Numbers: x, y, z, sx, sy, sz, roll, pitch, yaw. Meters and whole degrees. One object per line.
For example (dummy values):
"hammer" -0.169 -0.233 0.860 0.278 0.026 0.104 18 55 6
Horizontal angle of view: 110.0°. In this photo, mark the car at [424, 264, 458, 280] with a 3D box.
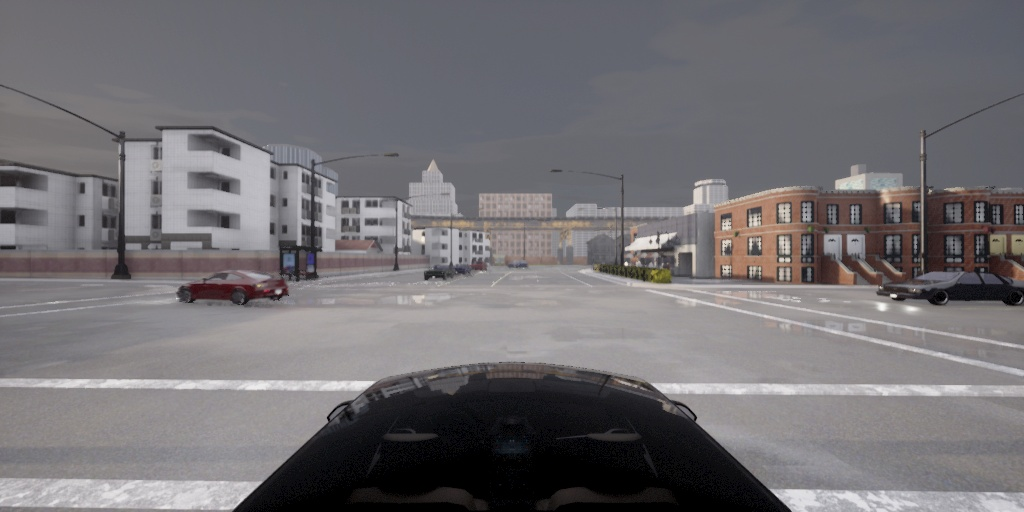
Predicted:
"car" -6.536 1.490 32.619 1.895 1.301 4.718 0 0 3

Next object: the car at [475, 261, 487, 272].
"car" -5.038 1.507 53.810 1.882 1.535 5.008 0 -1 8

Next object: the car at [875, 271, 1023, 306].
"car" 19.228 1.342 15.507 5.357 1.411 2.033 0 0 1

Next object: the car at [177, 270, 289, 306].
"car" -12.080 1.320 15.644 4.674 1.442 1.812 0 -1 13

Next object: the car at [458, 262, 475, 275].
"car" -6.021 1.552 42.057 1.895 1.301 4.718 0 0 4
